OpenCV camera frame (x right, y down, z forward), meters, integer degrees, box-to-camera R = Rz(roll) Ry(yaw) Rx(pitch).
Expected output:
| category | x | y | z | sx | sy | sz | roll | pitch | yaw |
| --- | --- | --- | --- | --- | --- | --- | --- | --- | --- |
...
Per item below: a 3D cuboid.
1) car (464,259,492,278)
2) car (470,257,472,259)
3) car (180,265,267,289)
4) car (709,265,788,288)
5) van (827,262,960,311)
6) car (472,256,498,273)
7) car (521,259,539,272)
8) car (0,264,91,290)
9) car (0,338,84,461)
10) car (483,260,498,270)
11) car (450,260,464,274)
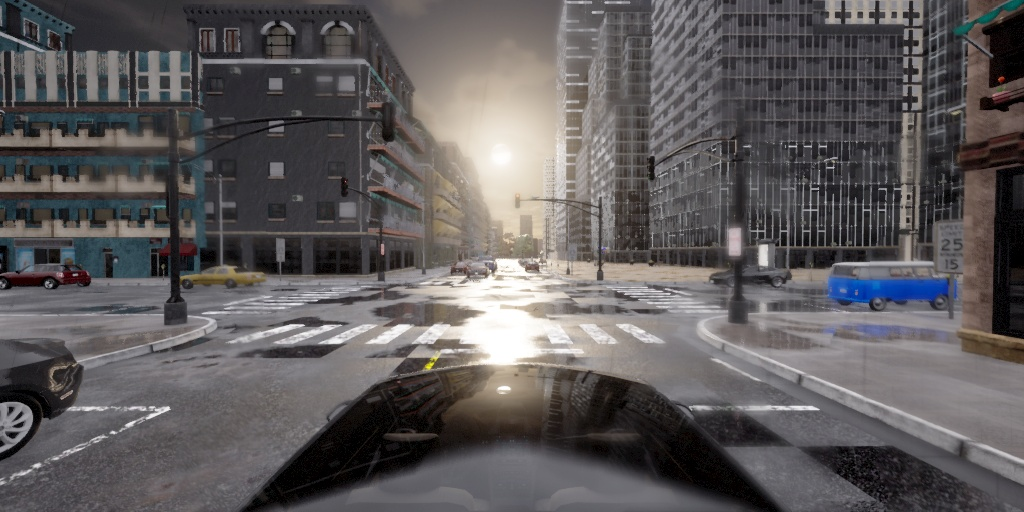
| category | x | y | z | sx | sy | sz | roll | pitch | yaw |
| --- | --- | --- | --- | --- | --- | --- | --- | --- | --- |
| car | -3.174 | 1.270 | 34.221 | 1.812 | 1.442 | 4.674 | 0 | 0 | 0 |
| car | -5.793 | 1.184 | 45.893 | 1.967 | 1.591 | 4.097 | 0 | 0 | 0 |
| car | -17.929 | 1.247 | 22.133 | 4.829 | 1.417 | 1.751 | 0 | 0 | 0 |
| car | 14.629 | 1.215 | 22.262 | 4.313 | 1.339 | 1.948 | 0 | 0 | 0 |
| van | 14.661 | 1.116 | 13.882 | 3.998 | 1.789 | 1.690 | 0 | 0 | 0 |
| car | -3.192 | 0.966 | 44.127 | 2.150 | 2.045 | 5.566 | 0 | 0 | 0 |
| car | 2.554 | 1.289 | 45.970 | 1.888 | 1.381 | 4.507 | 0 | 0 | 0 |
| car | -28.827 | 1.190 | 22.090 | 4.097 | 1.591 | 1.967 | 0 | 0 | 0 |
| car | -5.692 | 1.300 | 2.178 | 2.007 | 1.370 | 4.403 | 0 | 0 | 0 |
| car | -3.205 | 1.309 | 54.101 | 1.994 | 1.385 | 4.181 | 0 | 0 | 0 |
| car | -5.780 | 1.289 | 40.245 | 1.888 | 1.381 | 4.507 | 0 | 0 | 0 |
